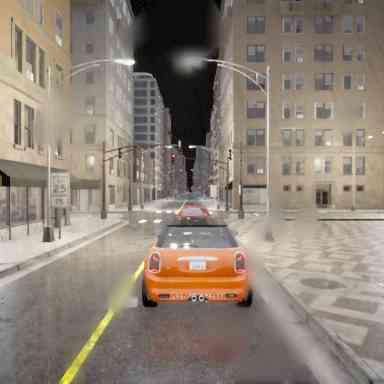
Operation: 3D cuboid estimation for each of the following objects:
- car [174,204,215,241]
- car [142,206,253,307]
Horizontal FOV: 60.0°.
[{"bbox_3d":[0.098,1.477,17.734,1.882,1.535,5.008,0,0,0],"label":"car"},{"bbox_3d":[0.095,1.352,8.133,2.097,1.767,4.553,0,0,0],"label":"car"}]
